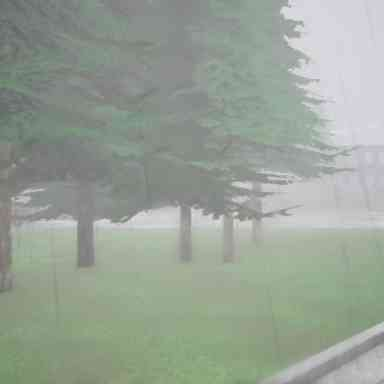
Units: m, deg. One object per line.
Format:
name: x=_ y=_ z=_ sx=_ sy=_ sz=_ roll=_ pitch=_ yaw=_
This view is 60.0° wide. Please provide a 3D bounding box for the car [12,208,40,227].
car: x=-12.974 y=1.213 z=22.322 sx=5.566 sy=2.045 sz=2.150 roll=-1 pitch=0 yaw=3
